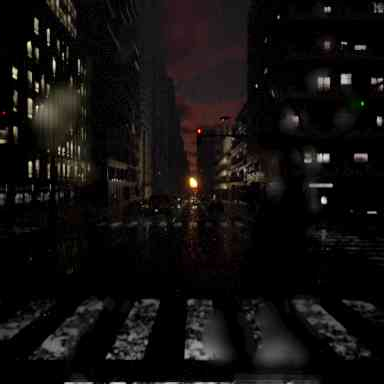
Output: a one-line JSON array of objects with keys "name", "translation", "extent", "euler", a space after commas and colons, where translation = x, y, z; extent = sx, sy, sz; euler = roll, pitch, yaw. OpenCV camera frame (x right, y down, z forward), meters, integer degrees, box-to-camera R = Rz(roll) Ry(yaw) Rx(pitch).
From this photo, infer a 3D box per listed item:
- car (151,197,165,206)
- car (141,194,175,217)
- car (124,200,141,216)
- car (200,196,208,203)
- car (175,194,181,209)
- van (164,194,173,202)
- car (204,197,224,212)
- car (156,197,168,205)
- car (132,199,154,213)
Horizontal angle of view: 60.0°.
[{"name": "car", "translation": [-5.604, 1.570, 55.791], "extent": [1.887, 1.381, 4.507], "euler": [-1, 0, 0]}, {"name": "car", "translation": [-3.048, 1.235, 31.305], "extent": [2.150, 2.045, 5.566], "euler": [0, 0, 0]}, {"name": "car", "translation": [-5.646, 1.539, 33.003], "extent": [1.752, 1.417, 4.829], "euler": [-1, 0, 0]}, {"name": "car", "translation": [2.805, 1.474, 72.740], "extent": [1.967, 1.590, 4.097], "euler": [-1, 0, 0]}, {"name": "car", "translation": [-3.017, 1.242, 44.713], "extent": [2.150, 2.045, 5.566], "euler": [0, 0, 0]}, {"name": "van", "translation": [-5.567, 1.378, 78.410], "extent": [1.690, 1.788, 3.998], "euler": [-1, 0, 0]}, {"name": "car", "translation": [2.745, 1.568, 38.813], "extent": [2.008, 1.369, 4.403], "euler": [-1, 0, 0]}, {"name": "car", "translation": [-5.594, 1.610, 61.445], "extent": [1.802, 1.307, 4.206], "euler": [-1, 0, 0]}, {"name": "car", "translation": [-5.635, 1.583, 38.827], "extent": [1.947, 1.339, 4.313], "euler": [-1, 0, 0]}]
